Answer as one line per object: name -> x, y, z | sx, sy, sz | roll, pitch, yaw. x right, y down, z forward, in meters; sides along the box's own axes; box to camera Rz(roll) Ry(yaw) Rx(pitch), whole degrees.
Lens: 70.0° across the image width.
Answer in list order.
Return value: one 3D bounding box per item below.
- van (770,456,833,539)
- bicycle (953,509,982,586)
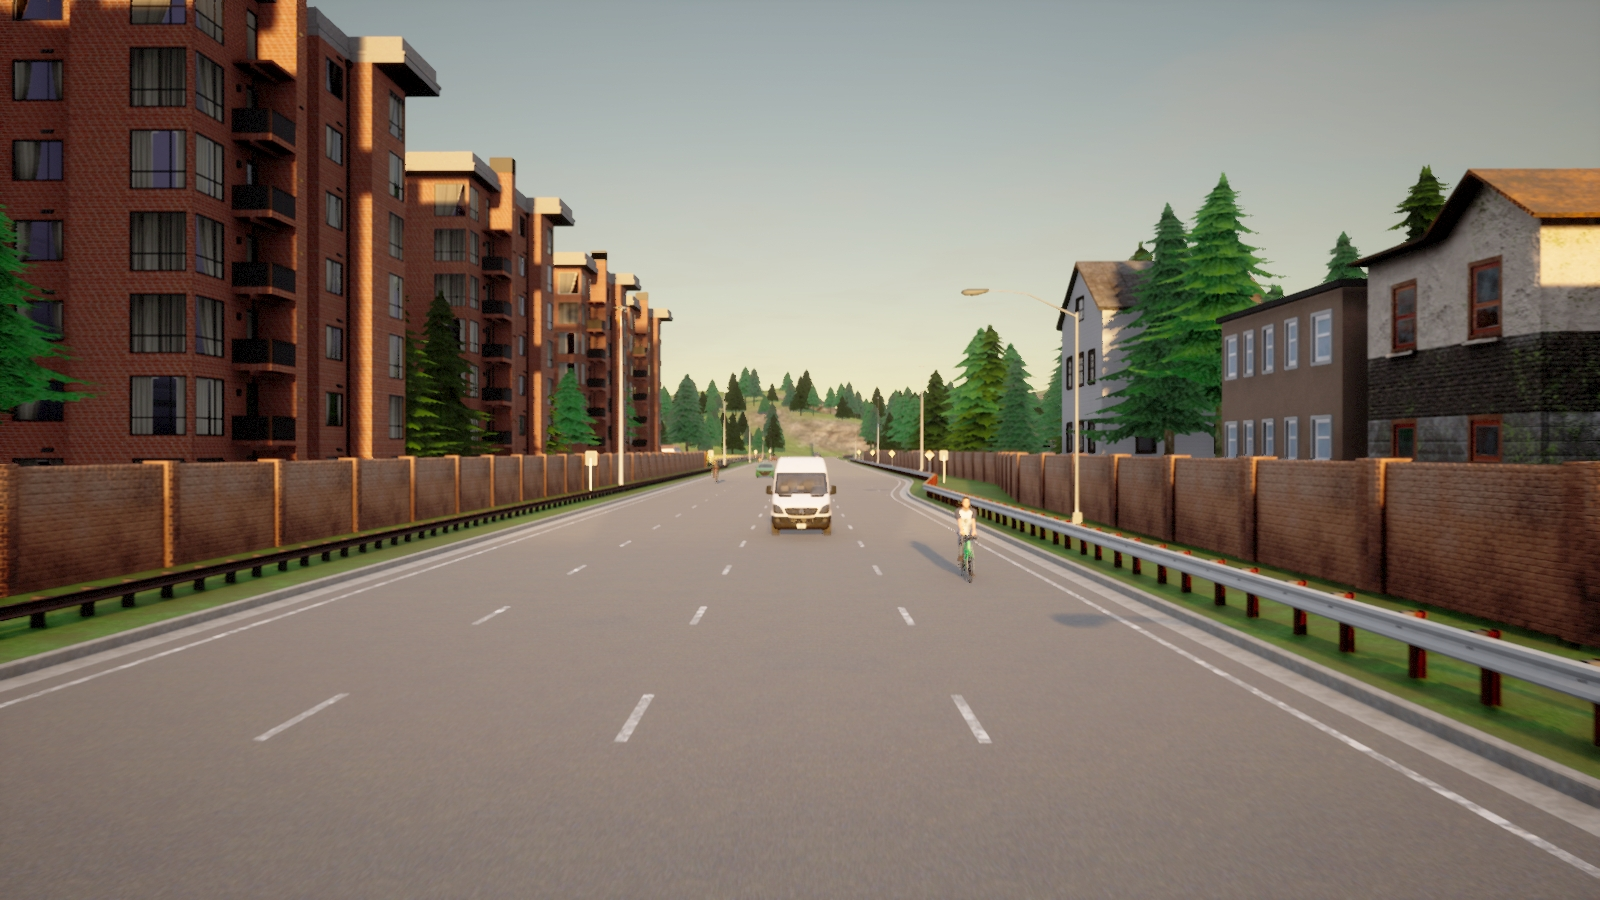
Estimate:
van -> 0.045, 1.518, 38.900 | 1.988, 2.561, 5.915 | 0, 0, 0
bicycle -> 3.542, 2.045, 24.279 | 0.373, 1.496, 1.643 | 0, 0, 0
